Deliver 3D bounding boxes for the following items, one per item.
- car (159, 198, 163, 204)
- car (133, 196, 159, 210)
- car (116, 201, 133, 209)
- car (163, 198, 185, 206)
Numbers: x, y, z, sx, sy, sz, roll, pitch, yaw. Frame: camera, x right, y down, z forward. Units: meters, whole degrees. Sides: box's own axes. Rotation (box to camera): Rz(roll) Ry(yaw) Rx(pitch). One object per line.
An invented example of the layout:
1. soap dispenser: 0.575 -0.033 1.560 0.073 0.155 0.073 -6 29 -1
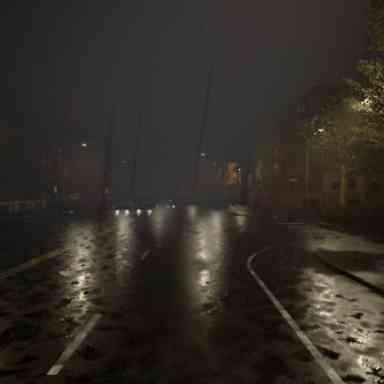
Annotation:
1. car: -6.954 2.014 67.583 1.812 1.442 4.674 0 0 21
2. car: -6.879 1.591 50.697 2.150 2.045 5.566 0 -1 3
3. car: -10.324 1.974 51.518 1.895 1.301 4.718 0 0 3
4. car: -3.547 2.042 66.625 1.994 1.385 4.181 0 0 21
